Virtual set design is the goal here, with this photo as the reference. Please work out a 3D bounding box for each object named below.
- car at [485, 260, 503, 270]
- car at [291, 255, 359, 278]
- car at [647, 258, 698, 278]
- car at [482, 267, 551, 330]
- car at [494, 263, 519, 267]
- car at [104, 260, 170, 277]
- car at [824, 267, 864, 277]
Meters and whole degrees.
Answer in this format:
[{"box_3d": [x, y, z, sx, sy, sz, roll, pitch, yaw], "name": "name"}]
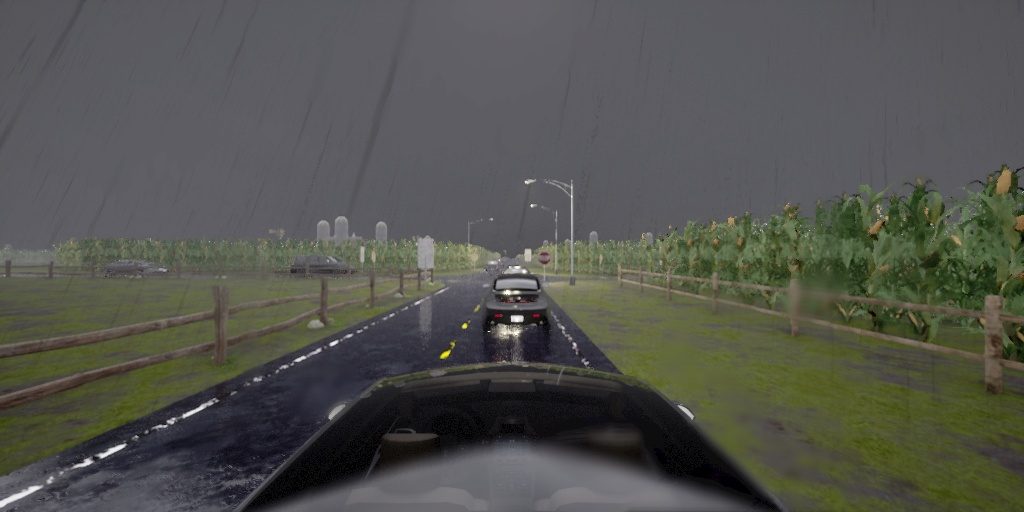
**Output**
[{"box_3d": [-2.702, 1.400, 50.526, 2.033, 1.411, 5.357, 0, 0, 0], "name": "car"}, {"box_3d": [-16.971, 0.936, 32.591, 5.566, 2.045, 2.150, 0, -1, 1], "name": "car"}, {"box_3d": [16.122, 1.177, 35.111, 5.566, 2.045, 2.150, 0, -1, 1], "name": "car"}, {"box_3d": [0.125, 1.281, 11.221, 1.837, 1.490, 4.892, 0, 0, 0], "name": "car"}, {"box_3d": [0.344, 1.347, 22.041, 2.033, 1.411, 5.357, 0, 0, 4], "name": "car"}, {"box_3d": [-34.195, 1.116, 32.811, 4.902, 1.511, 2.128, 0, -1, 1], "name": "car"}, {"box_3d": [32.770, 1.564, 34.889, 4.902, 1.511, 2.128, 0, -1, 1], "name": "car"}]
